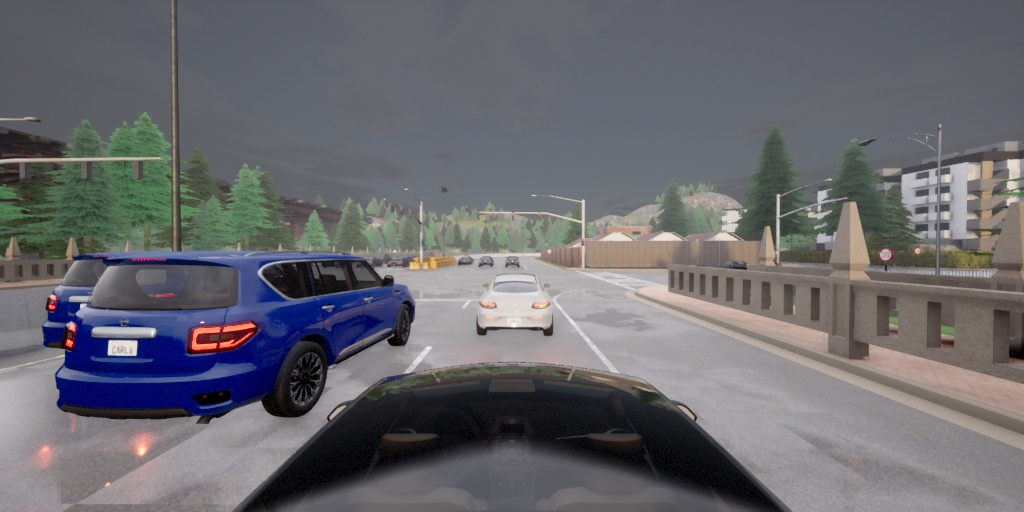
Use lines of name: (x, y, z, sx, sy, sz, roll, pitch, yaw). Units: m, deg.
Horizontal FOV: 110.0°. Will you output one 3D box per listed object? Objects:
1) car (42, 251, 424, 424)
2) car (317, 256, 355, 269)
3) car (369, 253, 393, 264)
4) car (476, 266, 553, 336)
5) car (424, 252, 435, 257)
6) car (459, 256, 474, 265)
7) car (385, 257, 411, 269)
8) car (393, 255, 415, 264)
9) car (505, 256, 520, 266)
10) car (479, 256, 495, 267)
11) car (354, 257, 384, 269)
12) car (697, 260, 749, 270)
car: (-3.487, 0.934, 6.073, 2.150, 2.045, 5.566, 0, 1, 4)
car: (-21.140, 0.734, 43.272, 2.128, 1.511, 4.902, 0, 1, 0)
car: (-21.136, 0.405, 57.998, 2.097, 1.767, 4.553, 0, 1, 0)
car: (0.110, 1.195, 9.993, 1.812, 1.442, 4.674, 0, 1, 2)
car: (-14.140, 0.536, 58.570, 2.128, 1.511, 4.902, 0, 1, 0)
car: (-6.956, 0.657, 54.877, 1.994, 1.385, 4.181, 0, 1, 0)
car: (-14.069, 0.789, 44.617, 1.994, 1.385, 4.181, 0, 1, -1)
car: (-17.638, 0.590, 58.770, 2.033, 1.411, 5.357, 0, 1, 0)
car: (0.050, 0.717, 48.936, 2.033, 1.411, 5.357, 0, 1, 0)
car: (-3.450, 0.717, 48.926, 2.033, 1.411, 5.357, 0, 1, 0)
car: (-17.641, 0.792, 44.382, 1.994, 1.385, 4.181, 0, 1, 0)
car: (18.037, 1.014, 29.982, 4.718, 1.301, 1.895, 0, 1, 2)
